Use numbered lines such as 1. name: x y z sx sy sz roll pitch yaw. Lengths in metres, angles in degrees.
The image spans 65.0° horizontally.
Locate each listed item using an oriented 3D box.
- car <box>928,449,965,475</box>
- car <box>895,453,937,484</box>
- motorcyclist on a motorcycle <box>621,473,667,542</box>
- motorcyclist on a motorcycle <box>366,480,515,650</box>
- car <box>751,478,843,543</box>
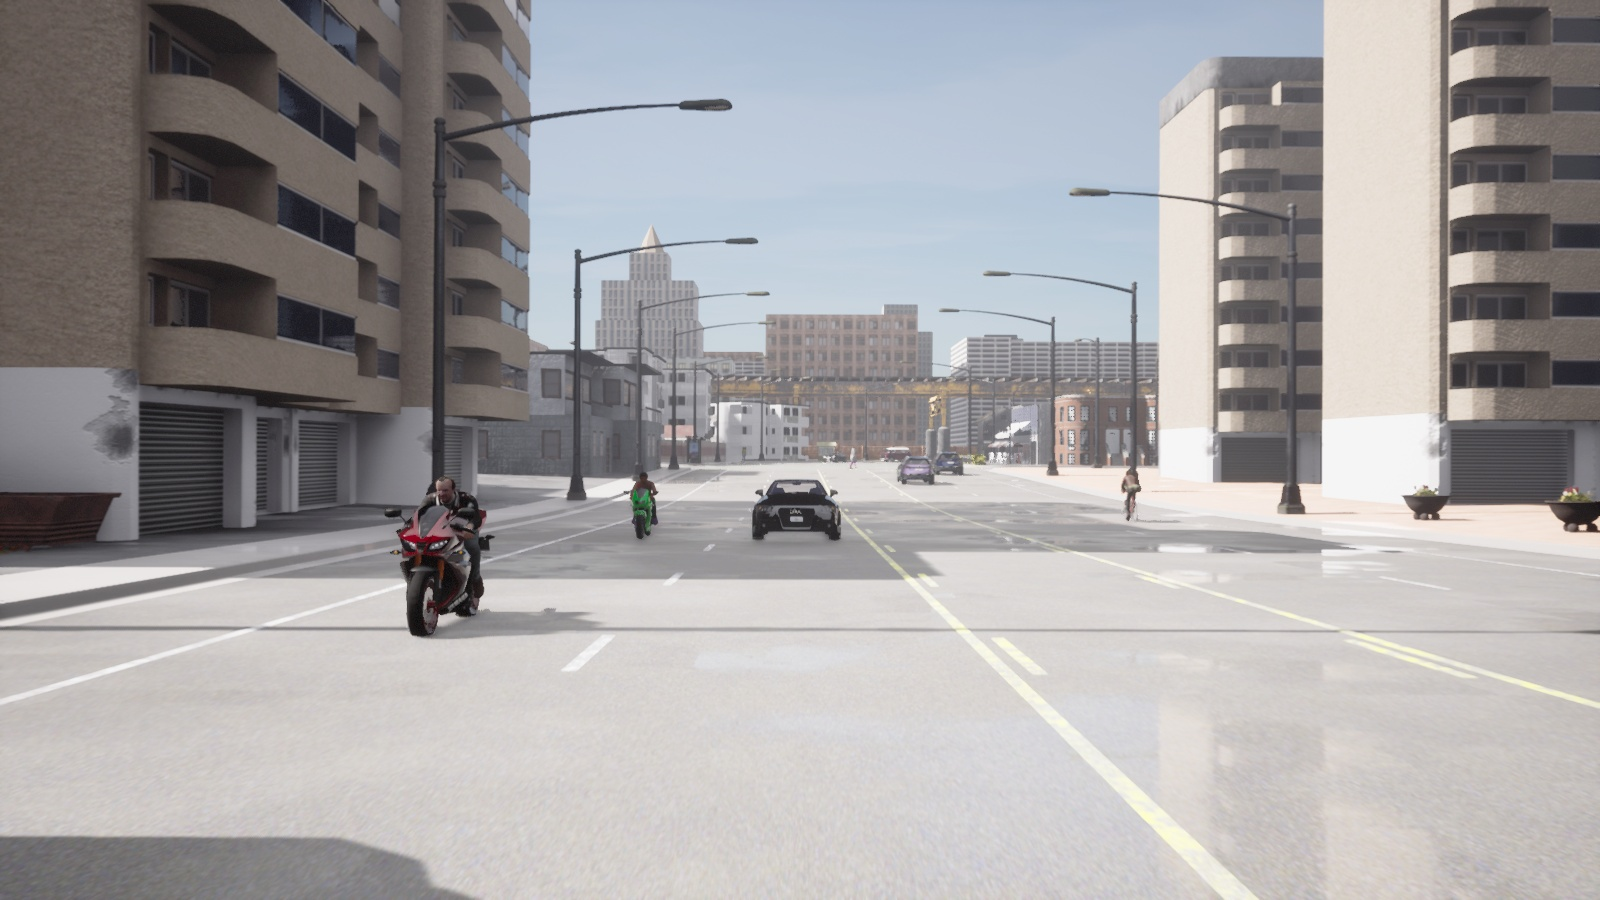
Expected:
1. car: 10.284 0.815 88.279 2.033 1.649 4.856 0 1 0
2. car: 6.818 1.087 74.483 2.033 1.649 4.856 0 1 0
3. motorcyclist on a motorcycle: -3.569 1.291 28.817 0.797 1.523 2.044 0 -1 0
4. motorcyclist on a motorcycle: -3.530 1.073 12.572 0.866 1.530 2.191 0 -1 0
5. car: -0.071 1.372 29.574 1.994 1.385 4.181 0 -1 0
